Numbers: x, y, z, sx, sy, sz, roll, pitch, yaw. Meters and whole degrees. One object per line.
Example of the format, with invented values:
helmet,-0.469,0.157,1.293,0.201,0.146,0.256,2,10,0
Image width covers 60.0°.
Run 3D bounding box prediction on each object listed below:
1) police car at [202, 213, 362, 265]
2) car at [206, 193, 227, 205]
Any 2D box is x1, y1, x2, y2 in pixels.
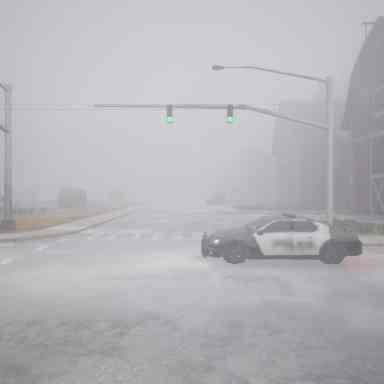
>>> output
police car,2.840,1.526,11.183,4.974,1.542,2.038,0,0,1
car,4.165,1.135,57.253,1.905,1.878,3.866,-8,3,-42
